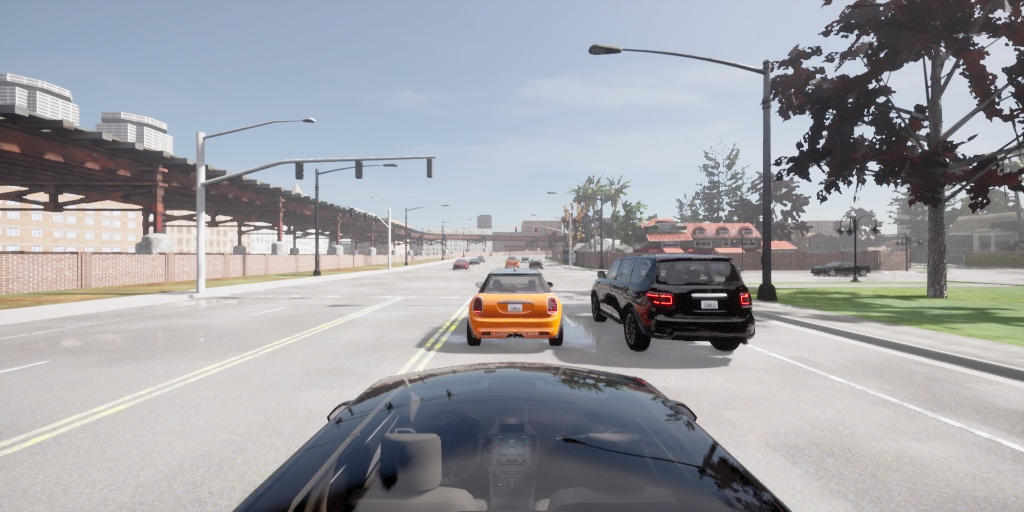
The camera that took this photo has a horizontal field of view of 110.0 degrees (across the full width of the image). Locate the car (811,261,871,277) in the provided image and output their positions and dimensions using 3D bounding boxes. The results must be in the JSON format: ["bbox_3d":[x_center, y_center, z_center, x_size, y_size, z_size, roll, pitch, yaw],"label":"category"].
[{"bbox_3d":[32.257,1.228,35.296,5.008,1.535,1.882,0,0,-1],"label":"car"}]

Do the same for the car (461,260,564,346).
[{"bbox_3d":[0.071,1.102,9.603,2.097,1.767,4.553,0,0,0],"label":"car"}]

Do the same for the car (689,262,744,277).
[{"bbox_3d":[19.856,1.315,34.967,4.181,1.385,1.994,0,0,-2],"label":"car"}]

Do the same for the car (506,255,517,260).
[{"bbox_3d":[0.037,0.958,58.127,2.097,1.767,4.553,0,1,0],"label":"car"}]

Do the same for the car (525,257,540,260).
[{"bbox_3d":[3.541,1.139,54.772,2.128,1.511,4.902,0,1,0],"label":"car"}]

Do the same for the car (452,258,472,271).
[{"bbox_3d":[-7.025,1.166,49.249,1.882,1.535,5.008,0,0,-2],"label":"car"}]

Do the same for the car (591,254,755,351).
[{"bbox_3d":[3.572,0.971,9.146,2.150,2.045,5.566,0,0,0],"label":"car"}]
